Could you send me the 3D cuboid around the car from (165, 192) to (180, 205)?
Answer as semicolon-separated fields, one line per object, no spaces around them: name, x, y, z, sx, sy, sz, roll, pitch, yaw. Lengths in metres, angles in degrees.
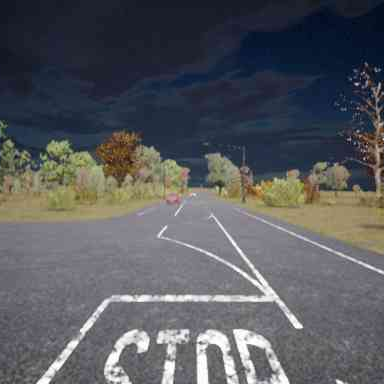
car;-3.261;1.067;56.693;2.150;2.045;5.566;0;0;0
